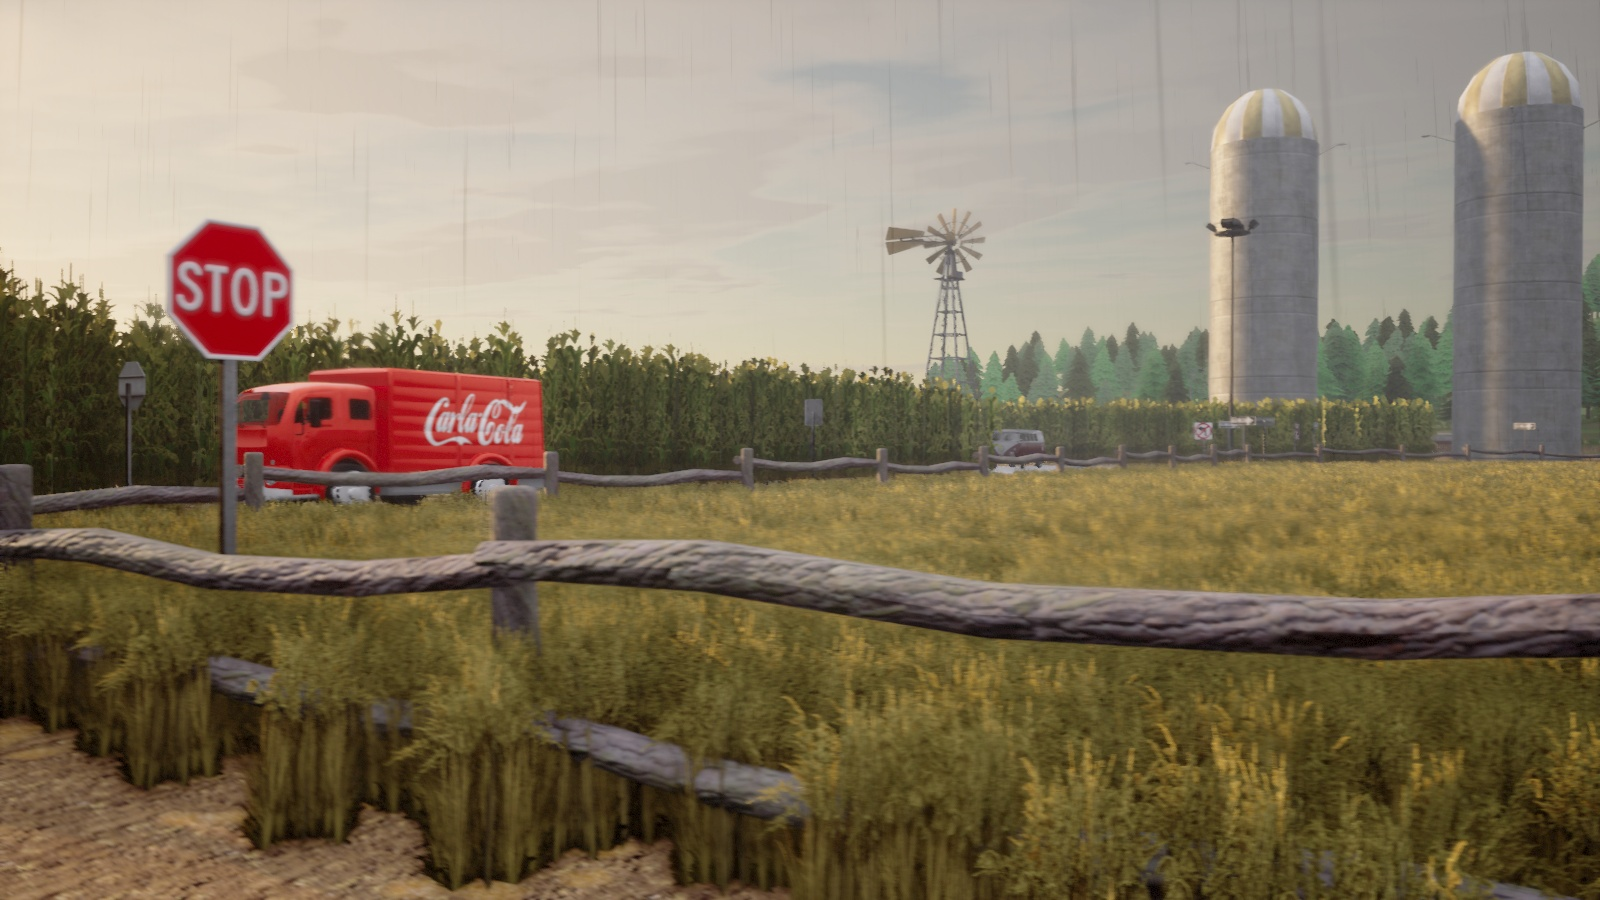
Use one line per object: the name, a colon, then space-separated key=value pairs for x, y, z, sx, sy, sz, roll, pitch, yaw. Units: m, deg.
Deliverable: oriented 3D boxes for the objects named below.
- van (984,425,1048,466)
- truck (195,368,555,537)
van: x=10.919 y=-0.255 z=63.281 sx=1.775 sy=1.987 sz=4.442 roll=-1 pitch=1 yaw=29
truck: x=-6.945 y=0.027 z=21.139 sx=2.627 sy=2.467 sz=5.204 roll=0 pitch=0 yaw=34
